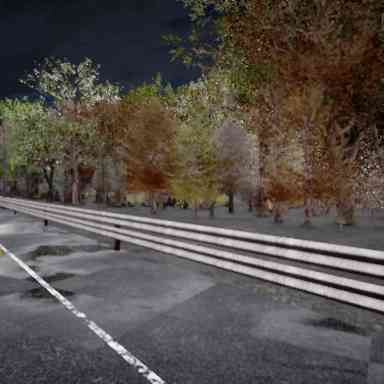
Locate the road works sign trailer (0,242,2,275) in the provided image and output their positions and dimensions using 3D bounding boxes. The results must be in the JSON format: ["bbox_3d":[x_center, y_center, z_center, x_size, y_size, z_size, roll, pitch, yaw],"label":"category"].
[{"bbox_3d":[-6.686,0.353,9.140,2.380,3.560,2.880,0,0,-37],"label":"road works sign trailer"}]
